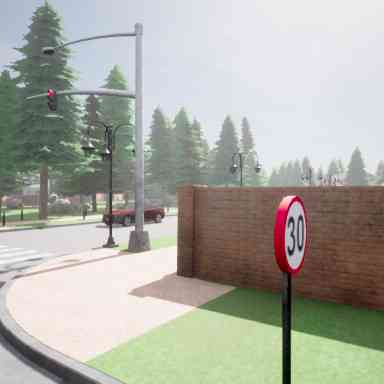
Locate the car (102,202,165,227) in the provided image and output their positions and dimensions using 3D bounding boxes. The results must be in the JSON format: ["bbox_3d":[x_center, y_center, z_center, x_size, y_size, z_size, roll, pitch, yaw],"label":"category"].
[{"bbox_3d":[-3.956,1.464,23.097,1.882,1.535,5.008,0,0,34],"label":"car"}]
